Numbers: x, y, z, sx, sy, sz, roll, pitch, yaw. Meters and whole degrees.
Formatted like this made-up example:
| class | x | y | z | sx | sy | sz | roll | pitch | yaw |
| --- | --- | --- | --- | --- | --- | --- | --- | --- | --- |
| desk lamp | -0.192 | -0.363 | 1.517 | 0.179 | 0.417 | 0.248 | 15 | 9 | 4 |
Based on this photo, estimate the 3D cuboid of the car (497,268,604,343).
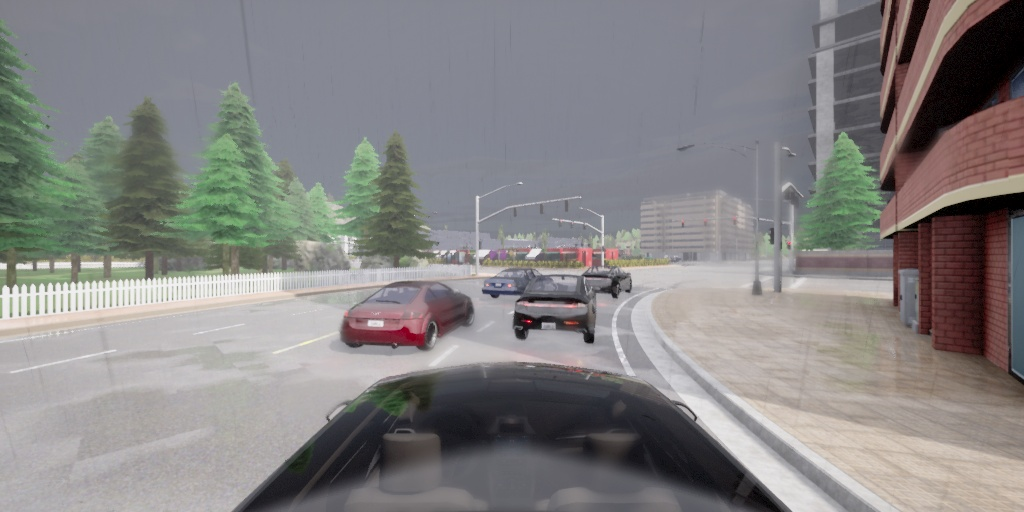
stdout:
| class | x | y | z | sx | sy | sz | roll | pitch | yaw |
| --- | --- | --- | --- | --- | --- | --- | --- | --- | --- |
| car | 1.349 | 1.240 | 9.787 | 2.128 | 1.511 | 4.902 | 0 | 0 | 14 |

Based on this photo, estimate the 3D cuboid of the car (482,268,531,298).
| class | x | y | z | sx | sy | sz | roll | pitch | yaw |
| --- | --- | --- | --- | --- | --- | --- | --- | --- | --- |
| car | 0.473 | 1.294 | 17.834 | 2.033 | 1.411 | 5.357 | 0 | 0 | 25 |

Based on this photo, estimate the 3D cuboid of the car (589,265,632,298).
| class | x | y | z | sx | sy | sz | roll | pitch | yaw |
| --- | --- | --- | --- | --- | --- | --- | --- | --- | --- |
| car | 4.846 | 1.232 | 18.345 | 2.128 | 1.511 | 4.902 | 1 | 1 | 29 |

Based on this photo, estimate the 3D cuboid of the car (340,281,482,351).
| class | x | y | z | sx | sy | sz | roll | pitch | yaw |
| --- | --- | --- | --- | --- | --- | --- | --- | --- | --- |
| car | -2.361 | 1.312 | 9.117 | 1.994 | 1.385 | 4.181 | 0 | 0 | 10 |
